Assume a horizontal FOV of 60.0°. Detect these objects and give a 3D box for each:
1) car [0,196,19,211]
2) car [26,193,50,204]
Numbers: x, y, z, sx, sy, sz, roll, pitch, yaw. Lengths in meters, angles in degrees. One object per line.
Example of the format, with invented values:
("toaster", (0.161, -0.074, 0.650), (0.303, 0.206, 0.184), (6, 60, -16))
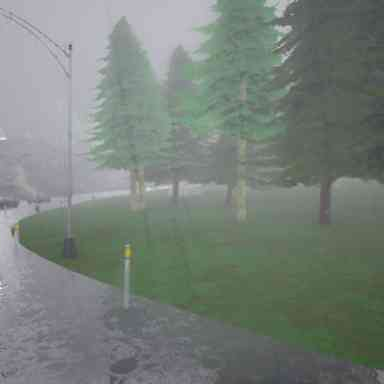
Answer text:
("car", (-21.568, 1.232, 38.042), (1.882, 1.535, 5.008), (0, 1, -4))
("car", (-22.345, 0.939, 48.386), (2.128, 1.511, 4.902), (0, 2, -2))
